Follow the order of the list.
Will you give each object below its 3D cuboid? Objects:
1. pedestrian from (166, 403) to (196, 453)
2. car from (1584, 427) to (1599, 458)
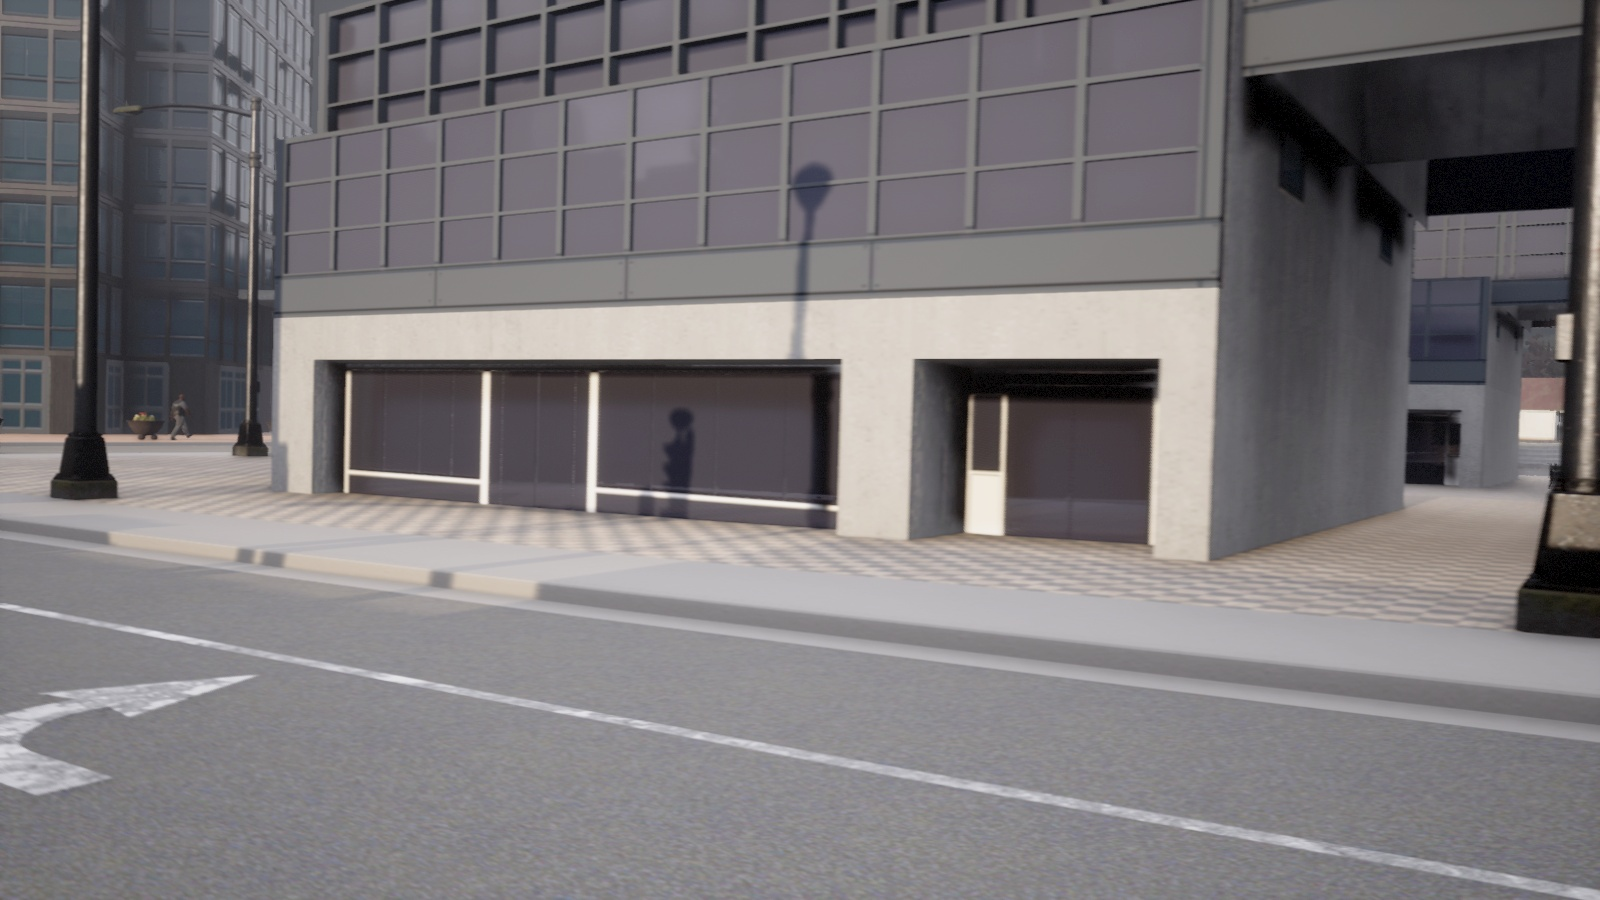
[{"bbox_3d":[-23.690,-0.847,48.072,0.563,1.883,0.849,2,2,32],"label":"pedestrian"},{"bbox_3d":[45.715,-0.388,68.456,4.856,1.649,2.033,2,2,35],"label":"car"}]
